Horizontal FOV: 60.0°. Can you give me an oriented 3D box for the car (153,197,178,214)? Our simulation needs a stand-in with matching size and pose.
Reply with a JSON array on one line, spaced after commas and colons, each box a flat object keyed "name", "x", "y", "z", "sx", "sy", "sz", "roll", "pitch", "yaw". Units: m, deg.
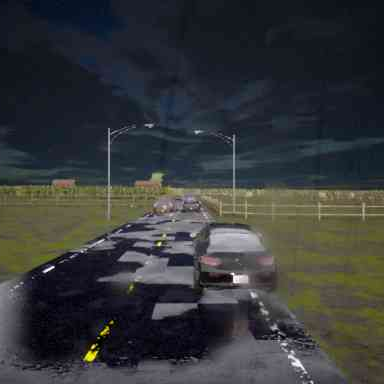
[{"name": "car", "x": -2.958, "y": 1.347, "z": 35.844, "sx": 2.097, "sy": 1.767, "sz": 4.553, "roll": 0, "pitch": 0, "yaw": 0}]

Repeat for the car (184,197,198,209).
[{"name": "car", "x": -0.115, "y": 1.469, "z": 46.986, "sx": 1.882, "sy": 1.535, "sz": 5.008, "roll": 0, "pitch": 0, "yaw": 0}]

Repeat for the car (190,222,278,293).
[{"name": "car", "x": 0.938, "y": 1.526, "z": 8.736, "sx": 1.812, "sy": 1.442, "sz": 4.674, "roll": 0, "pitch": 0, "yaw": 0}]

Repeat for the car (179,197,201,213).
[{"name": "car", "x": -0.039, "y": 1.486, "z": 36.574, "sx": 2.128, "sy": 1.511, "sz": 4.902, "roll": 0, "pitch": 0, "yaw": 0}]
